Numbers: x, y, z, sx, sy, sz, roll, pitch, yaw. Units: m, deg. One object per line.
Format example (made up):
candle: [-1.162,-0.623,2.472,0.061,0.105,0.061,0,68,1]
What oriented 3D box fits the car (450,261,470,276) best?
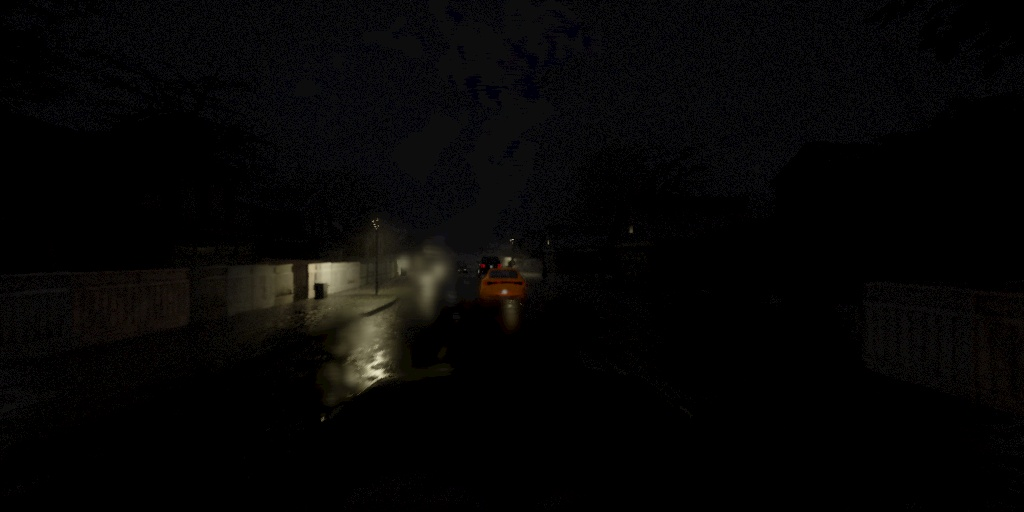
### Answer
car: [-5.551,1.342,38.436,1.837,1.490,4.892,0,0,-8]

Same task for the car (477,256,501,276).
car: [-2.238,1.063,35.589,2.150,2.045,5.566,0,0,-7]

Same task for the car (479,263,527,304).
car: [-0.435,1.290,16.783,1.882,1.535,5.008,0,0,-3]
